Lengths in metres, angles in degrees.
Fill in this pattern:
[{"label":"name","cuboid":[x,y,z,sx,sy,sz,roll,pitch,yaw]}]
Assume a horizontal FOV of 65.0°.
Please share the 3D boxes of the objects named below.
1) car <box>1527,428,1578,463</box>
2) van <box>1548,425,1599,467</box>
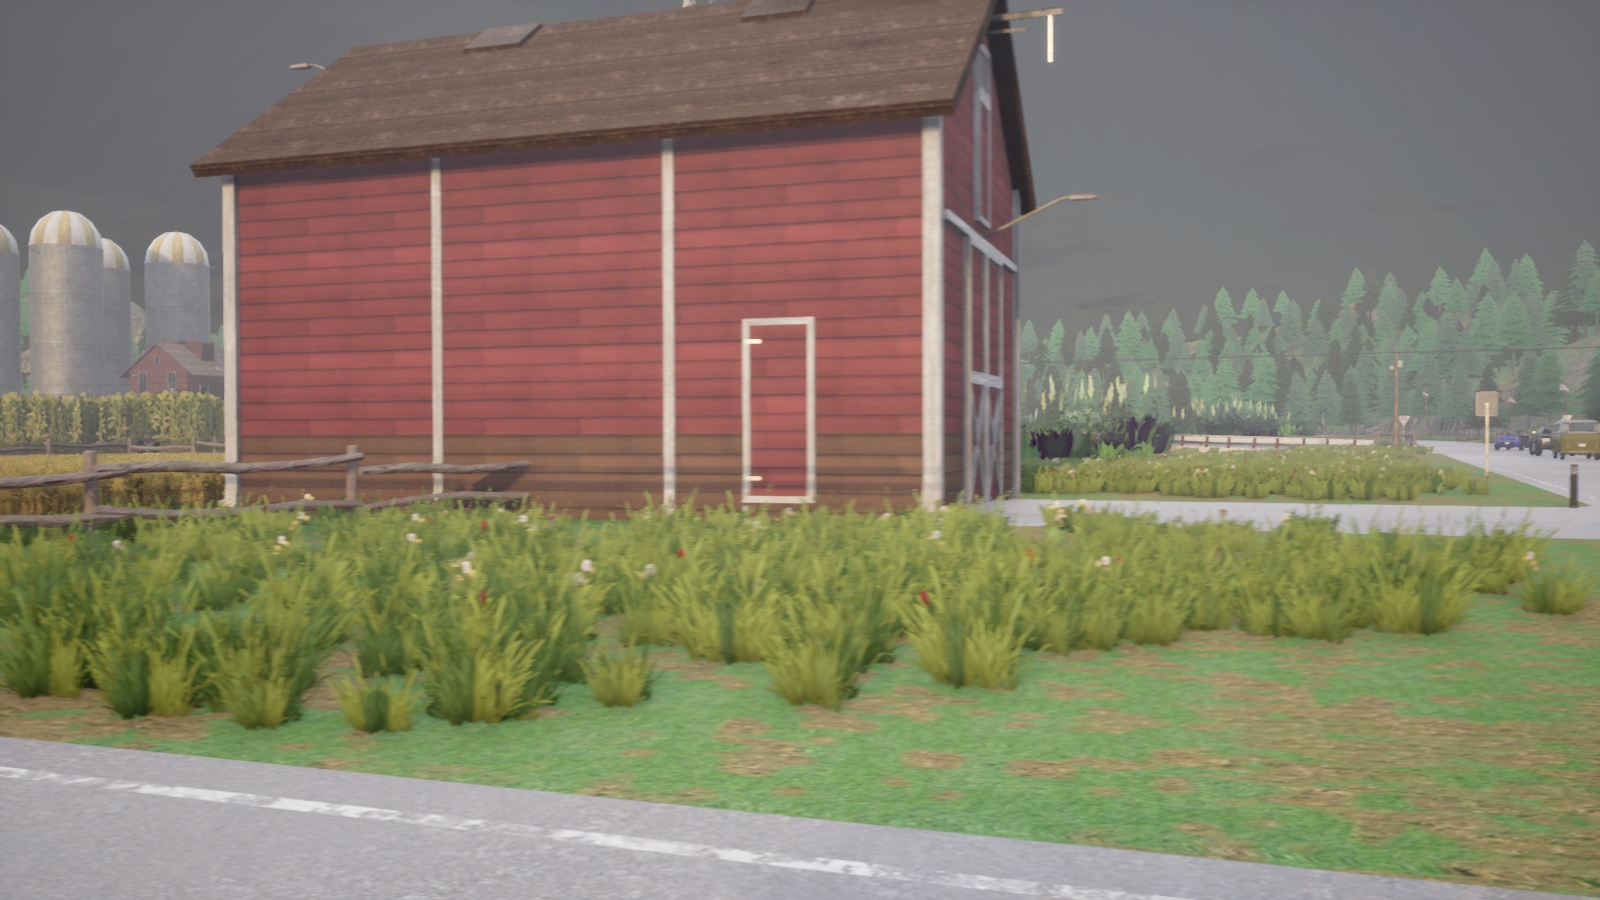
[{"label":"car","cuboid":[42.210,-0.279,70.514,1.932,1.855,4.605,1,1,25]},{"label":"van","cuboid":[38.481,-0.232,62.380,1.775,1.987,4.442,1,1,24]}]
